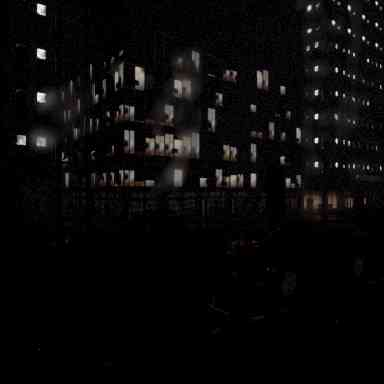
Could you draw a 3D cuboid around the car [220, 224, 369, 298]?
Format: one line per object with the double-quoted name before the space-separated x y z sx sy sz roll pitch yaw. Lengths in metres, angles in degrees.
"car" 2.741 1.546 8.503 4.507 1.381 1.887 0 0 -35
